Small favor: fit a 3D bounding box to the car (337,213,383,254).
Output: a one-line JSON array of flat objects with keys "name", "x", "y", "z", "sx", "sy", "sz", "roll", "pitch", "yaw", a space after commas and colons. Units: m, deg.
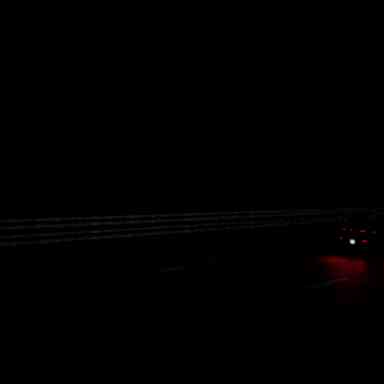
[{"name": "car", "x": 7.992, "y": 1.628, "z": 13.860, "sx": 4.892, "sy": 1.490, "sz": 1.837, "roll": 1, "pitch": 0, "yaw": -35}]
